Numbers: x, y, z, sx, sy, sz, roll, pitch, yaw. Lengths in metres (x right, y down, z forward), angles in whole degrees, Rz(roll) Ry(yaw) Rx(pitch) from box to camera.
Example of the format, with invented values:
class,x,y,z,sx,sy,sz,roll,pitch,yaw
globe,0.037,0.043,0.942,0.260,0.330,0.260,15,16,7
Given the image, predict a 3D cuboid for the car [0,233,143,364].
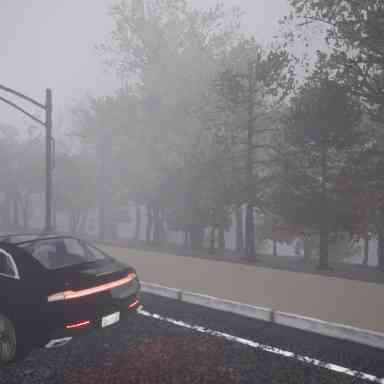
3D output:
class,x,y,z,sx,sy,sz,roll,pitch,yaw
car,-3.061,1.491,5.868,4.902,1.511,2.128,0,0,36
